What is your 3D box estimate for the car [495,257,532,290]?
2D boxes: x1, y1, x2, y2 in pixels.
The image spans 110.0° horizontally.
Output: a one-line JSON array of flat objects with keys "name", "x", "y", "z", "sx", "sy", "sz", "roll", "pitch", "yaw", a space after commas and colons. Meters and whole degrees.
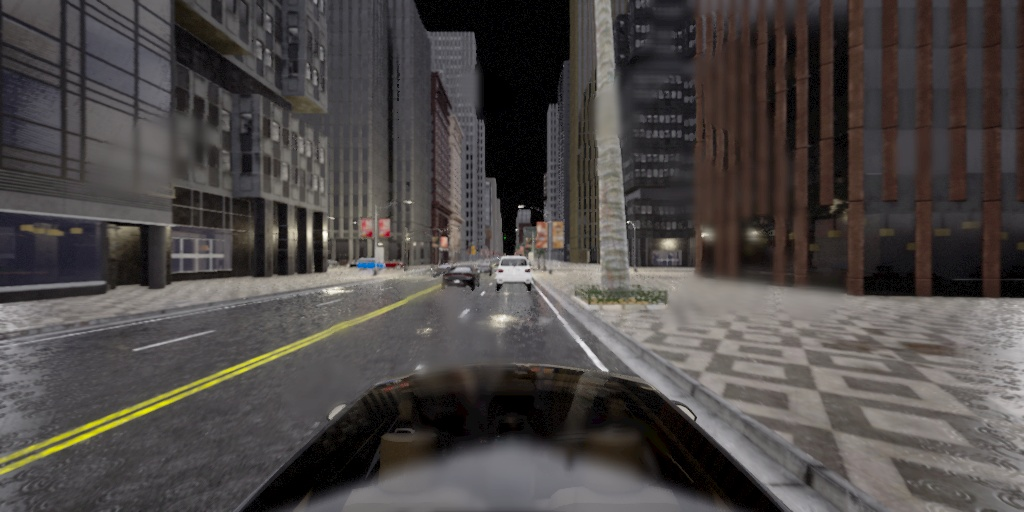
[{"name": "car", "x": 0.109, "y": 1.080, "z": 23.388, "sx": 2.150, "sy": 2.045, "sz": 5.566, "roll": 0, "pitch": -1, "yaw": 0}]

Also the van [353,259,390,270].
[{"name": "van", "x": -20.677, "y": 1.266, "z": 52.883, "sx": 3.998, "sy": 1.789, "sz": 1.690, "roll": 0, "pitch": 0, "yaw": 0}]

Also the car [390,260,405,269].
[{"name": "car", "x": -20.649, "y": 1.350, "z": 61.408, "sx": 4.097, "sy": 1.591, "sz": 1.967, "roll": 0, "pitch": 0, "yaw": 0}]

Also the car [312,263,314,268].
[{"name": "car", "x": -31.756, "y": 1.351, "z": 52.921, "sx": 4.829, "sy": 1.417, "sz": 1.751, "roll": 0, "pitch": 0, "yaw": 0}]

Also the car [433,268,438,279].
[{"name": "car", "x": -6.493, "y": 1.492, "z": 35.894, "sx": 2.033, "sy": 1.411, "sz": 5.357, "roll": 0, "pitch": 0, "yaw": 0}]

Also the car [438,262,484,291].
[{"name": "car", "x": -3.145, "y": 1.341, "z": 23.138, "sx": 1.882, "sy": 1.535, "sz": 5.008, "roll": 0, "pitch": 0, "yaw": 0}]

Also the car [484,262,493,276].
[{"name": "car", "x": -3.142, "y": 1.459, "z": 41.038, "sx": 2.128, "sy": 1.511, "sz": 4.902, "roll": 0, "pitch": 0, "yaw": 0}]
